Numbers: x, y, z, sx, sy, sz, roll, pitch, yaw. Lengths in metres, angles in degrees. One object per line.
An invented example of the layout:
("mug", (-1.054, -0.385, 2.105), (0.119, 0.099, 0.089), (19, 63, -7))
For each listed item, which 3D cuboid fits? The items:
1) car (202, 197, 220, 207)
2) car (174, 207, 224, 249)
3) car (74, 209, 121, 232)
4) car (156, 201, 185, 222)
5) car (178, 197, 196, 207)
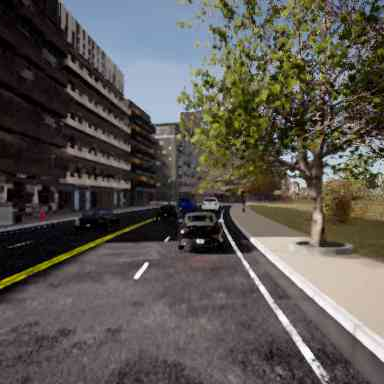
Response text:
("car", (2.597, 1.752, 45.461), (2.150, 2.045, 5.566), (0, -1, 6))
("car", (0.409, 1.675, 15.354), (1.837, 1.490, 4.892), (0, 0, 2))
("car", (-6.000, 1.789, 21.491), (1.994, 1.385, 4.181), (0, -1, 3))
("car", (-2.030, 1.810, 30.158), (1.882, 1.535, 5.008), (0, -1, 4))
("car", (-0.709, 1.746, 45.230), (2.150, 2.045, 5.566), (0, -1, 7))
